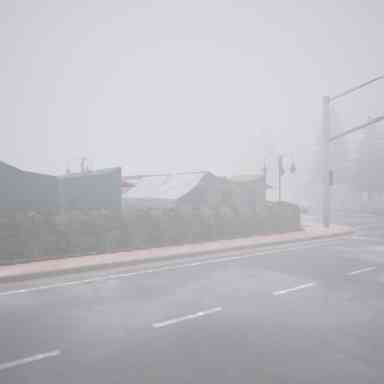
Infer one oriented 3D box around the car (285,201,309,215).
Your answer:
[{"bbox_3d":[9.355,1.564,32.760,1.994,1.385,4.181,0,0,-37],"label":"car"}]
